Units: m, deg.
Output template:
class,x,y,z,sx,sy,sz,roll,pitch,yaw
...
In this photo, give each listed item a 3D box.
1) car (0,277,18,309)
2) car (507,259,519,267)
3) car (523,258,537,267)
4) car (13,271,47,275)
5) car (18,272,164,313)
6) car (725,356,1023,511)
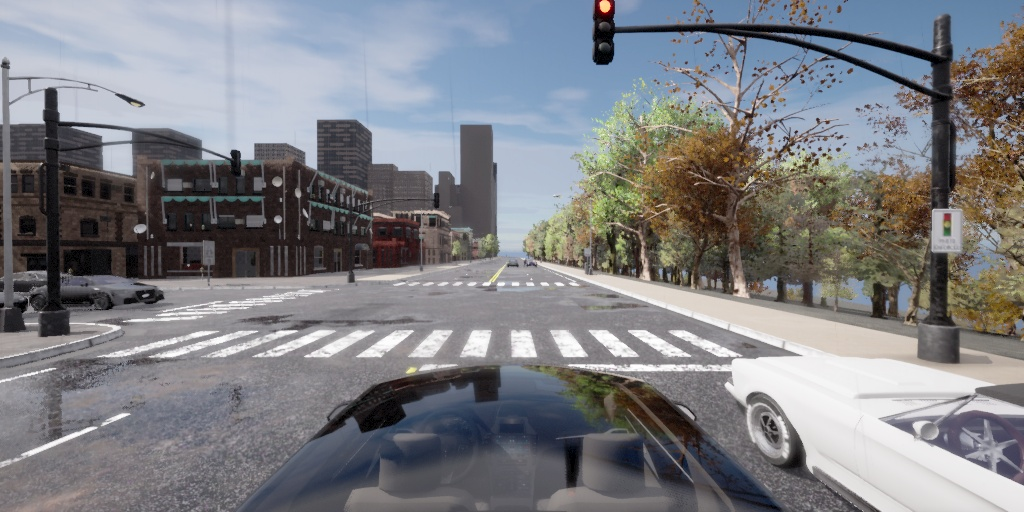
class,x,y,z,sx,sy,sz,roll,pitch,yaw
car,-19.936,1.565,12.575,4.313,1.339,1.948,0,0,0
car,0.155,1.290,63.434,1.994,1.385,4.181,0,0,1
car,3.417,1.327,63.712,1.895,1.301,4.718,0,0,0
car,-28.260,1.560,21.096,4.403,1.370,2.007,0,0,0
car,-17.471,1.507,15.217,4.181,1.385,1.994,-1,1,2
car,3.350,1.351,1.927,1.895,1.301,4.718,0,0,0
